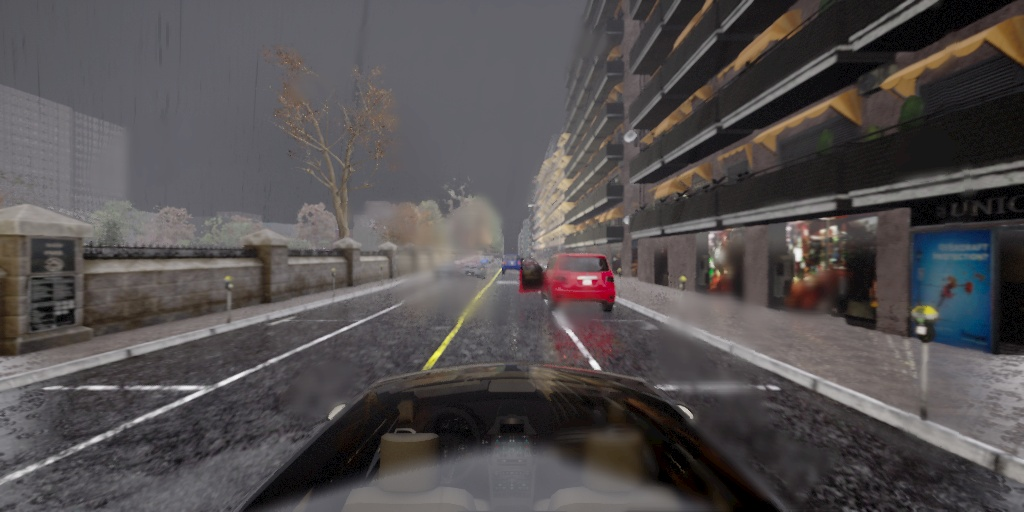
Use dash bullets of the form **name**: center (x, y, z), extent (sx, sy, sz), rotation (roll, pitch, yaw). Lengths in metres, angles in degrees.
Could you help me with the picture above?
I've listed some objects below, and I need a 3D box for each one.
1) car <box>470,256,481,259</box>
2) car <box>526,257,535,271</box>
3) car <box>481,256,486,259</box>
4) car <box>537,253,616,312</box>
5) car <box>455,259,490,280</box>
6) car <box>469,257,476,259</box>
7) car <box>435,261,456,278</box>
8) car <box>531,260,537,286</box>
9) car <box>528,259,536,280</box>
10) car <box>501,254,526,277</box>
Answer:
- **car**: center (-5.695, 1.006, 49.010), extent (1.967, 1.591, 4.097), rotation (0, 0, 0)
- **car**: center (2.685, 1.133, 54.641), extent (1.802, 1.307, 4.207), rotation (0, 0, 0)
- **car**: center (-5.696, 0.866, 54.641), extent (2.192, 1.841, 5.009), rotation (0, 0, 0)
- **car**: center (2.393, 0.920, 14.078), extent (2.150, 2.045, 5.566), rotation (0, 0, 0)
- **car**: center (-3.098, 1.202, 29.137), extent (1.994, 1.385, 4.181), rotation (0, 0, 0)
- **car**: center (-5.694, 1.127, 43.382), extent (1.888, 1.381, 4.507), rotation (0, 0, 0)
- **car**: center (-5.693, 1.192, 32.124), extent (1.948, 1.339, 4.313), rotation (0, 0, 0)
- **car**: center (2.688, 1.200, 26.494), extent (2.007, 1.370, 4.403), rotation (0, 0, 0)
- **car**: center (2.687, 1.171, 32.124), extent (1.888, 1.381, 4.507), rotation (0, 0, 0)
- **car**: center (0.043, 0.822, 38.329), extent (2.150, 2.045, 5.566), rotation (0, 0, 0)
